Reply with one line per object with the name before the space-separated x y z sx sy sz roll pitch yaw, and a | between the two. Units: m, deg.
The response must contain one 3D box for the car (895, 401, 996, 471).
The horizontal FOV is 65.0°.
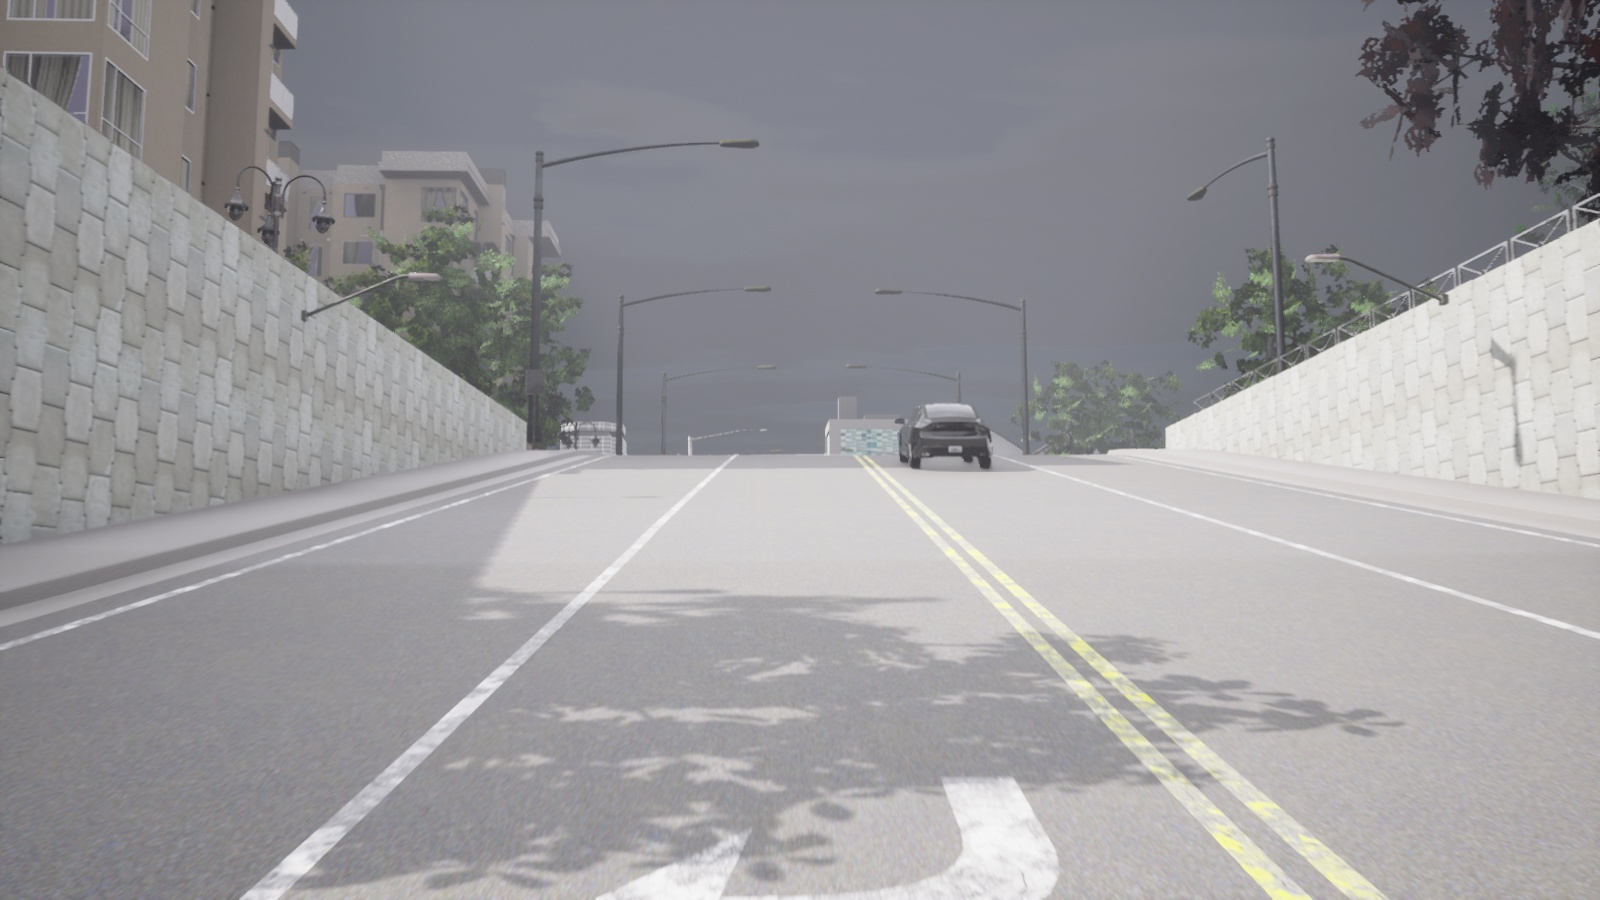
car | 3.415 -0.409 30.311 1.837 1.490 4.892 -1 3 0
